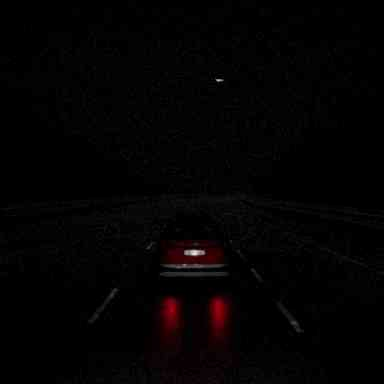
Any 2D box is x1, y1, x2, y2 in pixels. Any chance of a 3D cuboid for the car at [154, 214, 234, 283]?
[{"bbox_3d":[0.015,1.417,9.709,2.033,1.649,4.856,0,0,-1],"label":"car"}]
